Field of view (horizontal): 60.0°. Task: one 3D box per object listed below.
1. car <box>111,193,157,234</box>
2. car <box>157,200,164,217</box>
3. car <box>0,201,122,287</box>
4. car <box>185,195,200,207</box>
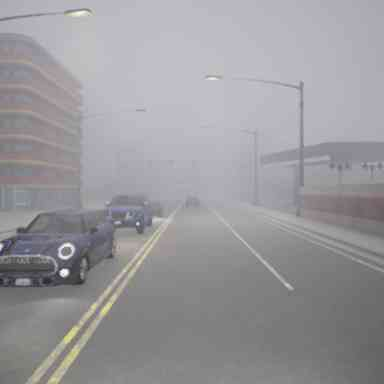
[{"bbox_3d":[-3.544,1.110,18.905,2.150,2.045,5.566,0,0,0],"label":"car"},{"bbox_3d":[-3.488,1.385,28.773,1.994,1.385,4.181,0,0,0],"label":"car"},{"bbox_3d":[-3.588,1.305,9.313,2.097,1.767,4.553,0,0,0],"label":"car"},{"bbox_3d":[0.064,1.198,44.773,2.128,1.511,4.902,0,0,0],"label":"car"}]
